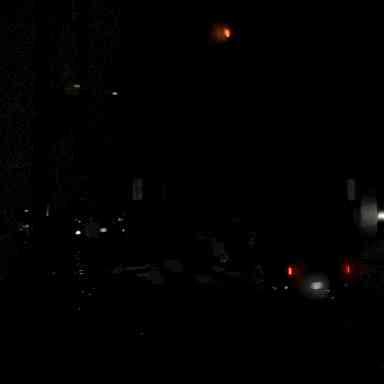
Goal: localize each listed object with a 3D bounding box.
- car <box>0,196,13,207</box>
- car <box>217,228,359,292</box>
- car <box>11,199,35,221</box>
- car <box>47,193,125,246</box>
[{"bbox_3d":[-21.963,1.161,39.010,2.033,1.411,5.357,1,0,-35],"label":"car"},{"bbox_3d":[2.133,1.614,9.005,1.895,1.301,4.718,1,0,-11],"label":"car"},{"bbox_3d":[-11.934,1.355,24.844,1.895,1.301,4.718,1,0,-35],"label":"car"},{"bbox_3d":[-5.028,1.098,15.168,2.150,2.045,5.566,1,0,-35],"label":"car"}]
